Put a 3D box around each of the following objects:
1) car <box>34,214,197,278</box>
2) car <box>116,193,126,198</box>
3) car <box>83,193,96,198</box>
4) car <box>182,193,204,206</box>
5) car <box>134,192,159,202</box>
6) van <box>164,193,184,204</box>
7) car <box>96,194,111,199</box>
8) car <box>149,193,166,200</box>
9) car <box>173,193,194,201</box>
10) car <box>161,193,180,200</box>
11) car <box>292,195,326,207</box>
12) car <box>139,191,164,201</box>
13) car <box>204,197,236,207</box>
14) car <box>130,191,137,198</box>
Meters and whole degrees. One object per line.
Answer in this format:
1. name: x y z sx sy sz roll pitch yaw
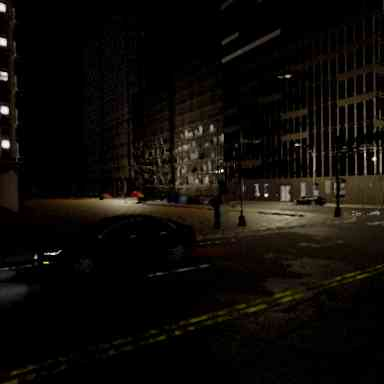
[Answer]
1. car: -2.117 1.461 10.146 4.892 1.490 1.837 0 0 -35
2. car: -20.022 0.850 93.210 2.008 1.369 4.403 -1 1 -34
3. car: -26.818 1.063 88.941 1.947 1.339 4.313 -1 1 -34
4. car: 0.778 1.252 47.289 1.802 1.307 4.206 -2 1 -34
5. car: -8.367 1.144 61.004 1.752 1.417 4.829 -2 1 -34
6. van: -2.306 0.994 51.905 1.690 1.788 3.998 -2 1 -34
7. car: -20.779 1.087 79.622 1.887 1.381 4.507 -2 1 -34
8. car: -7.721 0.925 74.759 1.887 1.381 4.507 -2 1 -34
9. car: -1.665 0.942 65.674 1.752 1.417 4.829 -2 1 -34
10. car: -4.645 0.950 70.146 2.008 1.369 4.403 -2 1 -34
11. car: 14.512 1.071 41.265 1.947 1.339 4.313 -2 1 -34
12. car: -7.553 0.750 64.648 2.150 2.045 5.566 -2 1 -34
13. car: 3.857 1.268 42.670 1.802 1.307 4.206 -2 1 -34
14. car: -13.875 0.656 83.981 2.192 1.841 5.009 -2 1 -34
